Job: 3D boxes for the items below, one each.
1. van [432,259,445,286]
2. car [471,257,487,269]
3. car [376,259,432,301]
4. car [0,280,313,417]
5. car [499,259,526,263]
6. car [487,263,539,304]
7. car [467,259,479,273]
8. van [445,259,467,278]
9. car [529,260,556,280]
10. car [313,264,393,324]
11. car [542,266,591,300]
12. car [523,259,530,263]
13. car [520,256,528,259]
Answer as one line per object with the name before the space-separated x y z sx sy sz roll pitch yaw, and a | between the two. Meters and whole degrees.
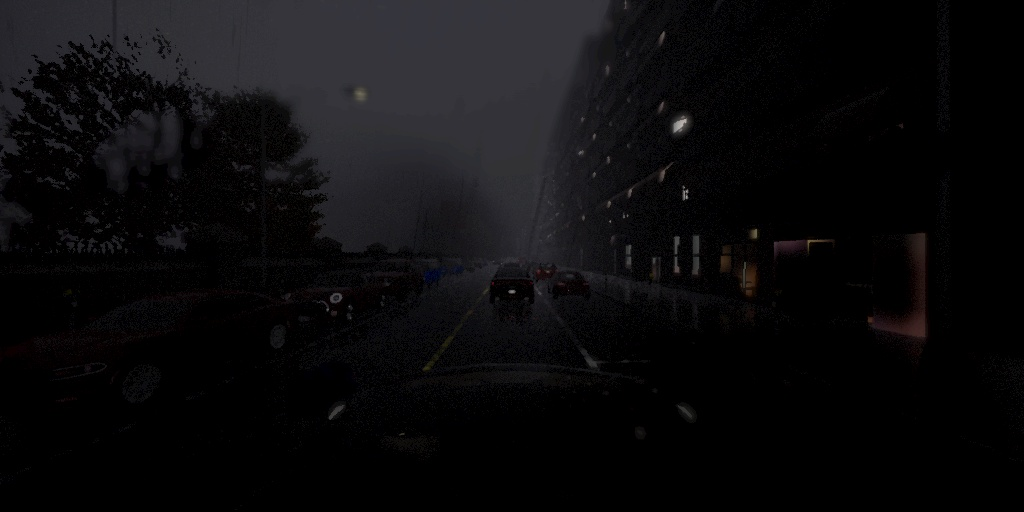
van | -5.689 1.114 23.060 1.690 1.789 3.998 0 0 0
car | -5.689 1.143 56.841 2.192 1.841 5.009 0 0 0
car | -5.690 1.079 17.429 2.192 1.841 5.009 0 0 0
car | -5.690 1.295 6.171 1.888 1.381 4.507 0 0 0
car | 0.000 1.303 31.501 1.837 1.490 4.892 0 0 0
car | -0.001 1.249 16.501 1.882 1.535 5.008 0 0 0
car | -5.690 1.373 45.582 1.948 1.339 4.313 0 0 0
van | -5.690 1.130 34.321 1.690 1.789 3.998 0 0 0
car | 2.691 1.221 28.691 1.967 1.591 4.097 0 0 0
car | -5.689 1.196 11.799 1.967 1.591 4.097 0 0 0
car | 2.691 1.347 17.429 1.802 1.307 4.207 0 0 0
car | 2.690 1.373 45.582 1.948 1.339 4.313 0 0 0
car | 2.691 1.269 56.841 1.967 1.591 4.097 0 0 0
